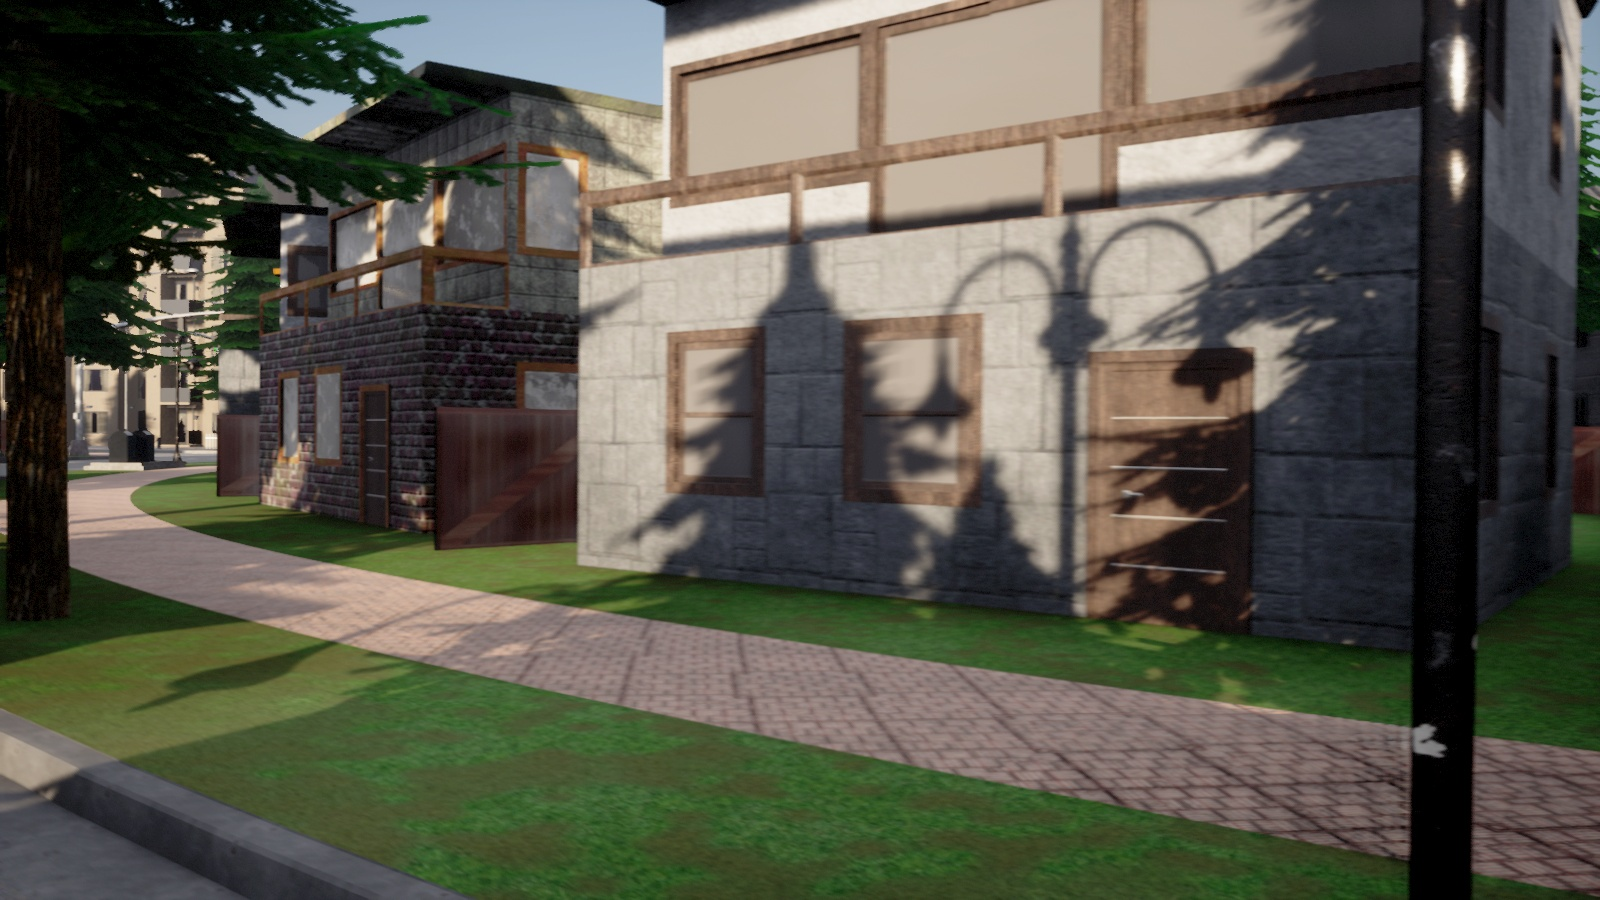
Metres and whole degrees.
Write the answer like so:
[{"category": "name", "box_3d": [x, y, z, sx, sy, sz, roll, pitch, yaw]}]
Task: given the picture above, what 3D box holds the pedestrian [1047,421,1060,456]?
[{"category": "pedestrian", "box_3d": [13.479, -0.604, 66.738, 0.634, 1.846, 0.331, 0, 1, 6]}]
